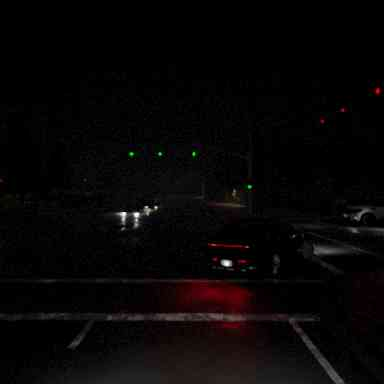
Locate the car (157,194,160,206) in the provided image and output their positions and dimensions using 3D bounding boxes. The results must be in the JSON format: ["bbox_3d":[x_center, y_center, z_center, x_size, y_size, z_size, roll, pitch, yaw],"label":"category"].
[{"bbox_3d":[-7.012,1.420,60.535,2.150,2.045,5.566,0,0,1],"label":"car"}]

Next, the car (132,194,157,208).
[{"bbox_3d":[-7.074,1.386,50.331,2.150,2.045,5.566,0,0,0],"label":"car"}]

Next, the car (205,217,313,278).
[{"bbox_3d":[2.252,1.541,10.453,1.837,1.490,4.892,-3,-1,35],"label":"car"}]

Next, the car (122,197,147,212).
[{"bbox_3d":[-7.082,1.659,40.574,1.812,1.442,4.674,0,0,0],"label":"car"}]

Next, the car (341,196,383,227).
[{"bbox_3d":[13.479,1.297,23.295,5.566,2.045,2.150,0,0,-1],"label":"car"}]
